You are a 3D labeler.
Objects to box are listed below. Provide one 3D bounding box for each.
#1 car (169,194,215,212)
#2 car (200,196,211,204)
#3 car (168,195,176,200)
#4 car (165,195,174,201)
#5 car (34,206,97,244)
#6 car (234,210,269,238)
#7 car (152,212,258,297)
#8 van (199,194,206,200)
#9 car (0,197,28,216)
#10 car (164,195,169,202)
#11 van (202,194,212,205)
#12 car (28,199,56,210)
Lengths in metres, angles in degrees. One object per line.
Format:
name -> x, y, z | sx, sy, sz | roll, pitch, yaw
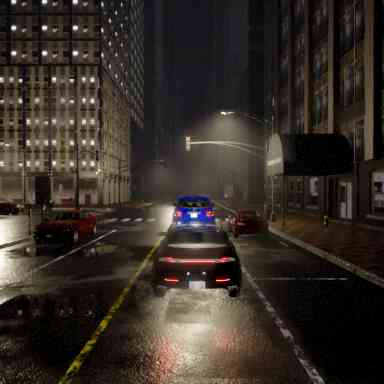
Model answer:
car -> 0.096, 1.219, 18.457 | 2.150, 2.045, 5.566 | 0, 0, 0
car -> 2.711, 1.535, 66.427 | 2.008, 1.369, 4.403 | 0, 0, 0
car -> -5.657, 1.533, 94.915 | 1.947, 1.339, 4.313 | 0, 0, 0
car -> -5.662, 1.541, 83.522 | 1.947, 1.339, 4.313 | 0, 0, 0
car -> -5.819, 1.543, 15.765 | 1.887, 1.381, 4.507 | 0, 0, 0
car -> 2.821, 1.580, 17.138 | 1.802, 1.307, 4.206 | 0, 0, 0
car -> 0.102, 1.491, 8.538 | 2.128, 1.511, 4.902 | 0, 0, 0
van -> 2.720, 1.312, 89.214 | 1.690, 1.788, 3.998 | 0, 0, 0
car -> -18.597, 1.308, 31.109 | 5.009, 1.841, 2.192 | 0, 0, 1
car -> -5.664, 1.524, 77.825 | 1.887, 1.381, 4.507 | 0, 0, 0
van -> 2.708, 1.328, 60.731 | 1.690, 1.788, 3.998 | 0, 0, 0
car -> -18.507, 1.498, 39.491 | 4.403, 1.369, 2.008 | 0, 0, 1
